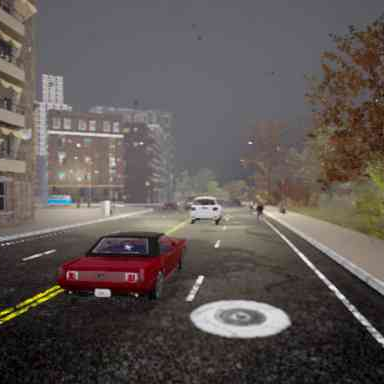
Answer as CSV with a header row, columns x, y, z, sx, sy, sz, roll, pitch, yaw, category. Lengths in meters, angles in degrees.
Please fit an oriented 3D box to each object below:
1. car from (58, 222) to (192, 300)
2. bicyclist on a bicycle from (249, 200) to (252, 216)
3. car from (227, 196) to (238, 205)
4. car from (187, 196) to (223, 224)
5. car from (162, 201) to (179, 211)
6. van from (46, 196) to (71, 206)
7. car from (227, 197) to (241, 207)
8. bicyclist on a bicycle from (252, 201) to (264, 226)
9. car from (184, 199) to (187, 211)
x,y,z,sx,sy,sz,roll,pitch,yaw,category
-1.384,1.684,8.657,1.895,1.301,4.718,0,0,9,car
6.333,1.708,35.343,0.582,1.620,1.656,0,-1,7,bicyclist on a bicycle
8.819,1.895,73.227,2.097,1.767,4.553,0,0,4,car
1.221,1.442,26.892,2.150,2.045,5.566,0,0,7,car
-3.019,1.993,47.780,1.994,1.385,4.181,0,-1,3,car
-23.298,1.541,58.429,3.998,1.788,1.690,1,-2,-24,van
8.145,1.964,62.429,1.837,1.490,4.892,0,0,4,car
4.966,1.545,24.364,0.659,1.776,1.843,0,0,8,bicyclist on a bicycle
0.217,1.603,47.431,2.150,2.045,5.566,0,-1,6,car
